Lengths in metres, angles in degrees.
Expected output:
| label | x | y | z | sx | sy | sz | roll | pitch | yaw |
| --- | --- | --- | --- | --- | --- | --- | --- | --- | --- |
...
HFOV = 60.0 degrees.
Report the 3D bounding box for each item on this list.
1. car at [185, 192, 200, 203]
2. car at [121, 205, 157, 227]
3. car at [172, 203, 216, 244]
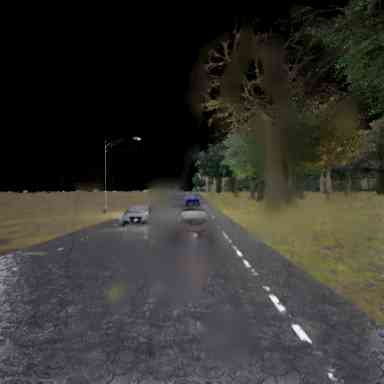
| label | x | y | z | sx | sy | sz | roll | pitch | yaw |
| --- | --- | --- | --- | --- | --- | --- | --- | --- | --- |
| car | 0.093 | 1.000 | 54.324 | 2.150 | 2.045 | 5.566 | 0 | 1 | 0 |
| car | -3.542 | 1.569 | 22.959 | 1.994 | 1.385 | 4.181 | 0 | 0 | 0 |
| car | 0.098 | 1.537 | 16.022 | 1.837 | 1.490 | 4.892 | 0 | 1 | 0 |
